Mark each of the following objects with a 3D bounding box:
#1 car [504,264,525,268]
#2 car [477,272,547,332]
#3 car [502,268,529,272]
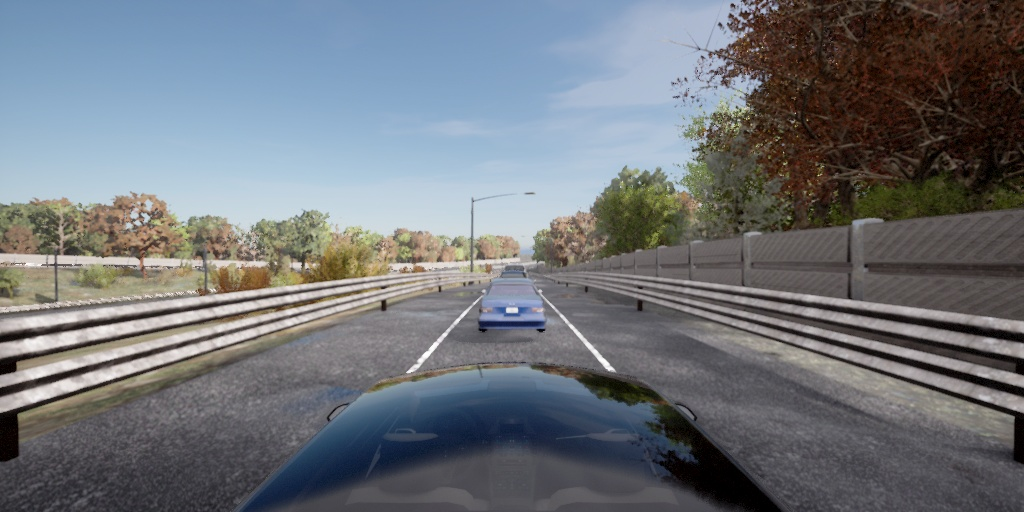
[{"bbox_3d":[0.280,1.771,30.878,2.150,2.045,5.566,0,-3,2],"label":"car"},{"bbox_3d":[0.002,1.382,11.044,2.033,1.411,5.357,0,-1,0],"label":"car"},{"bbox_3d":[0.056,1.592,20.517,1.837,1.490,4.892,0,-2,1],"label":"car"}]
